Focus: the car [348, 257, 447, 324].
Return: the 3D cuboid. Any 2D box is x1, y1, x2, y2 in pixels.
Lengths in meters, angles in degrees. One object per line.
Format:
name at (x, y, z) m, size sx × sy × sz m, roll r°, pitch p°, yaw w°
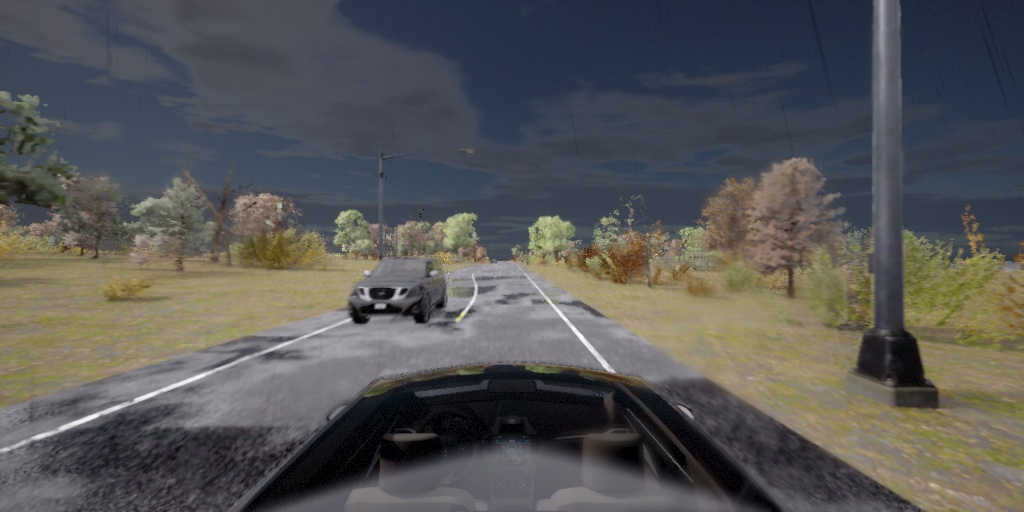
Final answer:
car at (-3.679, 1.050, 12.649) m, size 2.150 × 2.045 × 5.566 m, roll 0°, pitch 0°, yaw -1°
